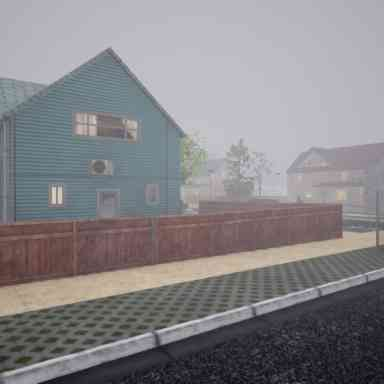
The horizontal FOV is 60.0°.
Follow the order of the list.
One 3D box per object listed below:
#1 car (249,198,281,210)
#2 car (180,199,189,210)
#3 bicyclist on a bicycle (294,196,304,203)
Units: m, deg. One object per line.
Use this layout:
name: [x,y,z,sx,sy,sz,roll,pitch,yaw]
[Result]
car: [6.283,1.285,26.821,2.097,1.767,4.553,0,0,-35]
car: [-2.265,1.346,38.815,1.882,1.535,5.008,0,1,-36]
bicyclist on a bicycle: [10.150,1.206,31.488,1.656,1.620,0.582,-1,1,-36]
